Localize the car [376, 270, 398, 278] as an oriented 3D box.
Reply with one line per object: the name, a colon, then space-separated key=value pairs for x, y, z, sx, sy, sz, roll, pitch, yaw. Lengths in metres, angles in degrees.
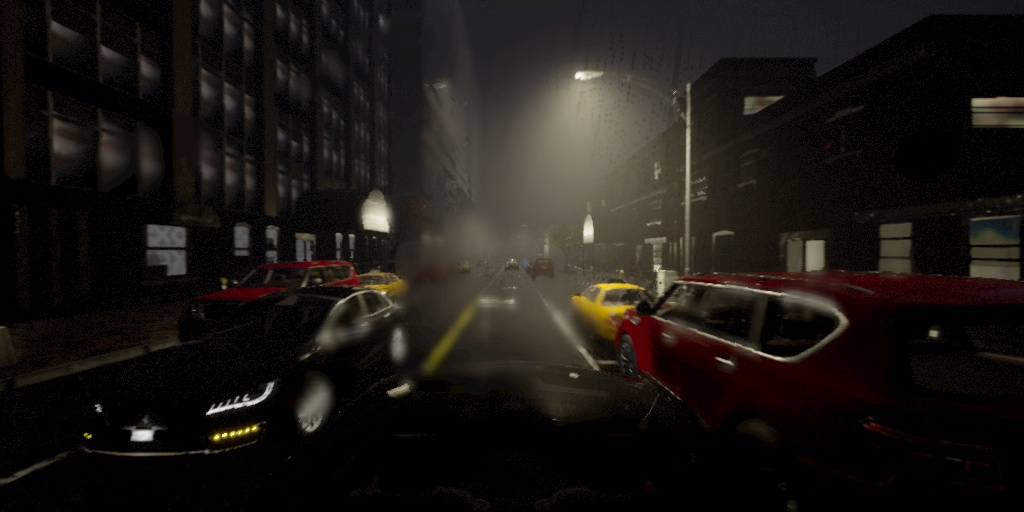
car: x=-5.695 y=1.274 z=14.753 sx=1.751 sy=1.417 sz=4.829 roll=0 pitch=0 yaw=0

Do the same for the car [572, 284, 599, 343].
car: x=2.688 y=1.276 z=9.551 sx=1.751 sy=1.417 sz=4.829 roll=0 pitch=0 yaw=0

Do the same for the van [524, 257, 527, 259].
van: x=2.672 y=1.090 z=59.191 sx=1.690 sy=1.789 sz=3.998 roll=0 pitch=0 yaw=0

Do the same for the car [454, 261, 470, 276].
car: x=-5.702 y=1.274 z=36.892 sx=1.751 sy=1.417 sz=4.829 roll=0 pitch=0 yaw=0

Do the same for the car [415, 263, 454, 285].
car: x=-5.699 y=1.294 z=25.992 sx=1.888 sy=1.381 sz=4.507 roll=0 pitch=0 yaw=0

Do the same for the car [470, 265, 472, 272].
car: x=-5.704 y=1.274 z=42.427 sx=1.751 sy=1.417 sz=4.829 roll=0 pitch=0 yaw=0

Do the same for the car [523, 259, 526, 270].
car: x=2.677 y=1.315 z=42.588 sx=1.948 sy=1.339 sz=4.313 roll=0 pitch=0 yaw=0

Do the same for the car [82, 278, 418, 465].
car: x=-3.047 y=1.256 z=5.405 sx=1.837 sy=1.490 sz=4.892 roll=0 pitch=0 yaw=0

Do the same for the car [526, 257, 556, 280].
car: x=2.681 y=1.065 z=31.519 sx=2.192 sy=1.841 sz=5.009 roll=0 pitch=0 yaw=0

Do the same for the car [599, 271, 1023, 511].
car: x=2.689 y=1.065 z=3.846 sx=2.192 sy=1.841 sz=5.009 roll=0 pitch=0 yaw=0

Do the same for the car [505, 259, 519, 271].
car: x=-0.013 y=1.350 z=49.234 sx=1.895 sy=1.301 sz=4.718 roll=0 pitch=0 yaw=0

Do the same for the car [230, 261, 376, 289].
car: x=-5.693 y=1.064 z=9.388 sx=2.192 sy=1.841 sz=5.009 roll=0 pitch=0 yaw=0

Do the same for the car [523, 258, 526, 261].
car: x=2.675 y=1.332 z=48.122 sx=1.802 sy=1.307 sz=4.207 roll=0 pitch=0 yaw=0
